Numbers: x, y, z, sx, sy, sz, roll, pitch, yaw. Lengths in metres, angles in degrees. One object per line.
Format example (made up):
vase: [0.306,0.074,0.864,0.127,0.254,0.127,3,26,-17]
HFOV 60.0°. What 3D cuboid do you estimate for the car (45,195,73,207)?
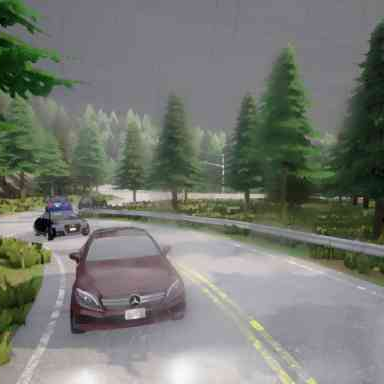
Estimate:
car: [-12.841,1.326,32.227,2.150,2.045,5.566,-1,0,-18]

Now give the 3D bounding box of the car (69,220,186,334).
car: [-1.517,1.523,7.069,1.812,1.442,4.674,-2,0,-17]

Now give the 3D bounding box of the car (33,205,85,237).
car: [-7.042,1.664,17.771,1.994,1.385,4.181,-4,2,-38]

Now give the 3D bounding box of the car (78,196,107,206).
car: [-12.690,1.289,42.815,2.097,1.767,4.553,2,2,13]
